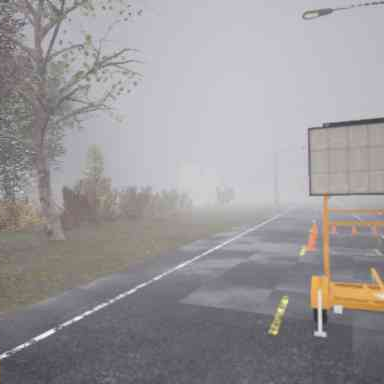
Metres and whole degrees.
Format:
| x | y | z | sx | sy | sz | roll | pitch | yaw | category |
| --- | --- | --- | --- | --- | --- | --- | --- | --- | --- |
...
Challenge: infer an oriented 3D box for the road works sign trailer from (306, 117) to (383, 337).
| x | y | z | sx | sy | sz | roll | pitch | yaw | category |
| --- | --- | --- | --- | --- | --- | --- | --- | --- | --- |
| 3.449 | 0.453 | 6.145 | 2.380 | 3.560 | 2.880 | -1 | -1 | 23 | road works sign trailer |
